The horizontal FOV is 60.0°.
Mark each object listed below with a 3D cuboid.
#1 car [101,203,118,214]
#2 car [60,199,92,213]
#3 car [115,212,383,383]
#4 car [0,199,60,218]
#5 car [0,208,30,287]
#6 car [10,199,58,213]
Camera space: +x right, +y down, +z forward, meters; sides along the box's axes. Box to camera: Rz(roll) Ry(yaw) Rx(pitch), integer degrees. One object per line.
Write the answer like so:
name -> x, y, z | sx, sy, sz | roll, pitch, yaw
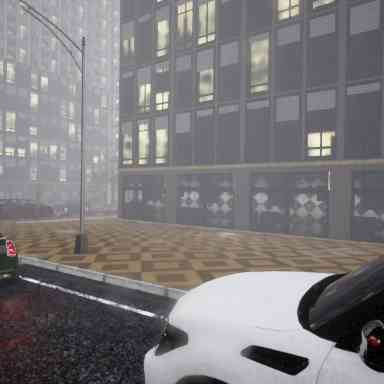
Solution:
car -> -8.417, 1.829, 39.444 | 1.752, 1.417, 4.829 | 1, 0, 36
car -> -14.637, 1.692, 40.744 | 1.837, 1.490, 4.892 | 1, 0, 36
car -> 2.232, 1.222, 2.091 | 5.566, 2.045, 2.150 | 0, 0, 36
car -> -15.199, 1.518, 30.221 | 2.192, 1.841, 5.009 | 1, 0, 36
car -> -6.237, 1.348, 8.106 | 4.553, 1.767, 2.097 | 0, 0, 35
car -> -18.712, 1.641, 39.590 | 1.752, 1.417, 4.829 | 1, 0, 36
